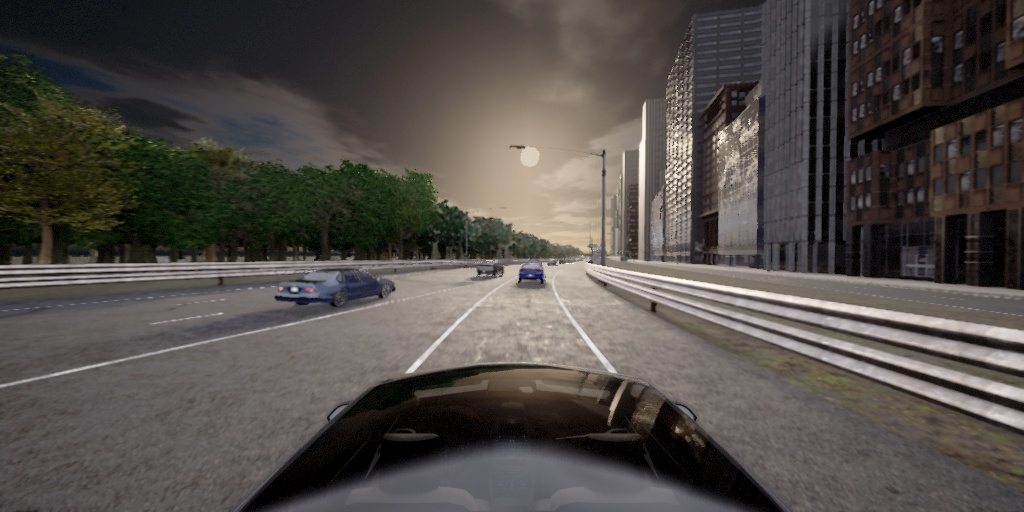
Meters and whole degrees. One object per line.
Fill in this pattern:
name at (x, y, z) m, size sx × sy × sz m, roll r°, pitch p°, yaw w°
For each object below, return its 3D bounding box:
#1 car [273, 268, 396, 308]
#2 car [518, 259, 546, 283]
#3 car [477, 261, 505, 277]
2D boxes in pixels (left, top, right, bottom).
car at (-6.945, 1.216, 14.819) m, size 2.033 × 1.411 × 5.357 m, roll 1°, pitch 0°, yaw 13°
car at (1.629, 1.274, 28.629) m, size 1.882 × 1.535 × 5.008 m, roll 0°, pitch 0°, yaw 7°
car at (-2.070, 1.264, 35.939) m, size 2.128 × 1.511 × 4.902 m, roll 1°, pitch 0°, yaw 13°
